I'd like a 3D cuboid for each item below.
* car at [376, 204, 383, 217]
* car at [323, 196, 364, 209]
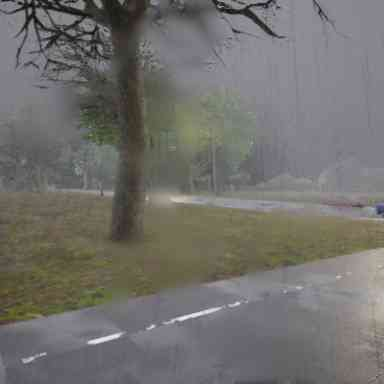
[{"bbox_3d":[16.893,1.359,25.447,1.882,1.535,5.008,-1,2,-35],"label":"car"},{"bbox_3d":[17.001,1.075,37.386,1.994,1.385,4.181,-1,2,-35],"label":"car"}]
